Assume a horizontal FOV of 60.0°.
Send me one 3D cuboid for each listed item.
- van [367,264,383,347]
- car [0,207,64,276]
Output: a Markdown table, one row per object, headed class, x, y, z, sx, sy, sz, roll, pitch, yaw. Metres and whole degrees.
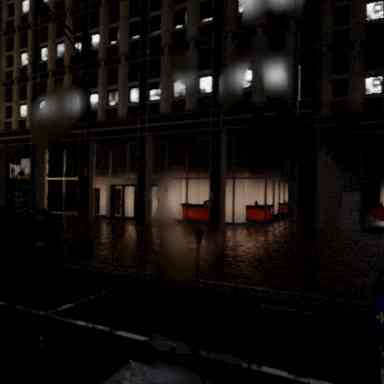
| class | x | y | z | sx | sy | sz | roll | pitch | yaw |
| --- | --- | --- | --- | --- | --- | --- | --- | --- | --- |
| van | 4.360 | 1.416 | 3.887 | 3.998 | 1.788 | 1.690 | 0 | 0 | 27 |
| car | -5.762 | 1.322 | 9.060 | 5.009 | 1.841 | 2.192 | 0 | 0 | 27 |
